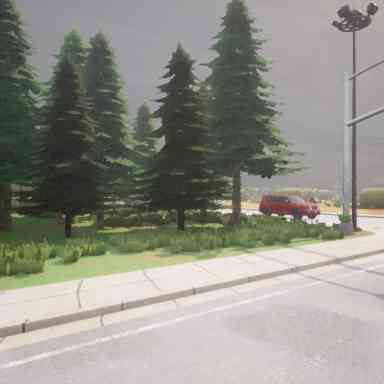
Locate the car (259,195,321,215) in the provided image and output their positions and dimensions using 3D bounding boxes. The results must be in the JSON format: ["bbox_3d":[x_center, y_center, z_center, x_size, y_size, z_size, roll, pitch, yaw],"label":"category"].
[{"bbox_3d":[8.346,1.248,28.993,2.150,2.045,5.566,0,0,-34],"label":"car"}]

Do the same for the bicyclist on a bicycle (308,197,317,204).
[{"bbox_3d":[12.903,1.327,35.575,1.656,1.620,0.582,0,0,-34],"label":"bicyclist on a bicycle"}]

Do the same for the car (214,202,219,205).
[{"bbox_3d":[1.844,1.590,44.995,1.994,1.385,4.181,0,0,-34],"label":"car"}]
